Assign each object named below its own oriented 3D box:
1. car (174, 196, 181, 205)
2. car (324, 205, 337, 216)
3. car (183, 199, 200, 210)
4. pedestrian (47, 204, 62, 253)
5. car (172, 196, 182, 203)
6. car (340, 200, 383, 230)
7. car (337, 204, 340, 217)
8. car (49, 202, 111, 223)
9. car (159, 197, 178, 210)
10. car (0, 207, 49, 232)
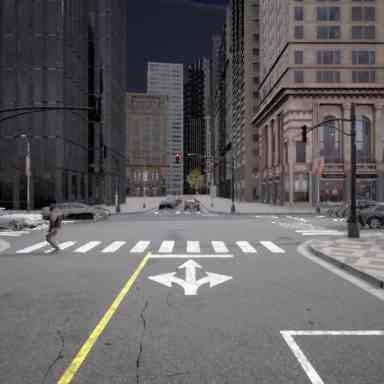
[{"bbox_3d":[-3.241,1.568,52.280,2.128,1.511,4.902,0,0,0],"label":"car"},{"bbox_3d":[14.518,1.488,30.056,4.902,1.511,2.128,0,0,-2],"label":"car"},{"bbox_3d":[-0.031,1.579,43.088,1.812,1.442,4.674,0,0,0],"label":"car"},{"bbox_3d":[-4.982,1.296,12.110,0.375,1.860,0.375,0,0,0],"label":"pedestrian"},{"bbox_3d":[-3.248,1.611,72.672,1.882,1.535,5.008,0,0,0],"label":"car"},{"bbox_3d":[11.922,1.431,20.046,4.892,1.490,1.837,0,0,0],"label":"car"},{"bbox_3d":[14.997,1.517,26.760,5.357,1.411,2.033,0,0,0],"label":"car"},{"bbox_3d":[-8.514,1.515,24.603,4.902,1.511,2.128,0,0,-17],"label":"car"},{"bbox_3d":[-3.204,1.655,42.883,1.895,1.301,4.718,0,0,0],"label":"car"},{"bbox_3d":[-11.345,1.599,19.612,4.718,1.301,1.895,0,0,4],"label":"car"}]
